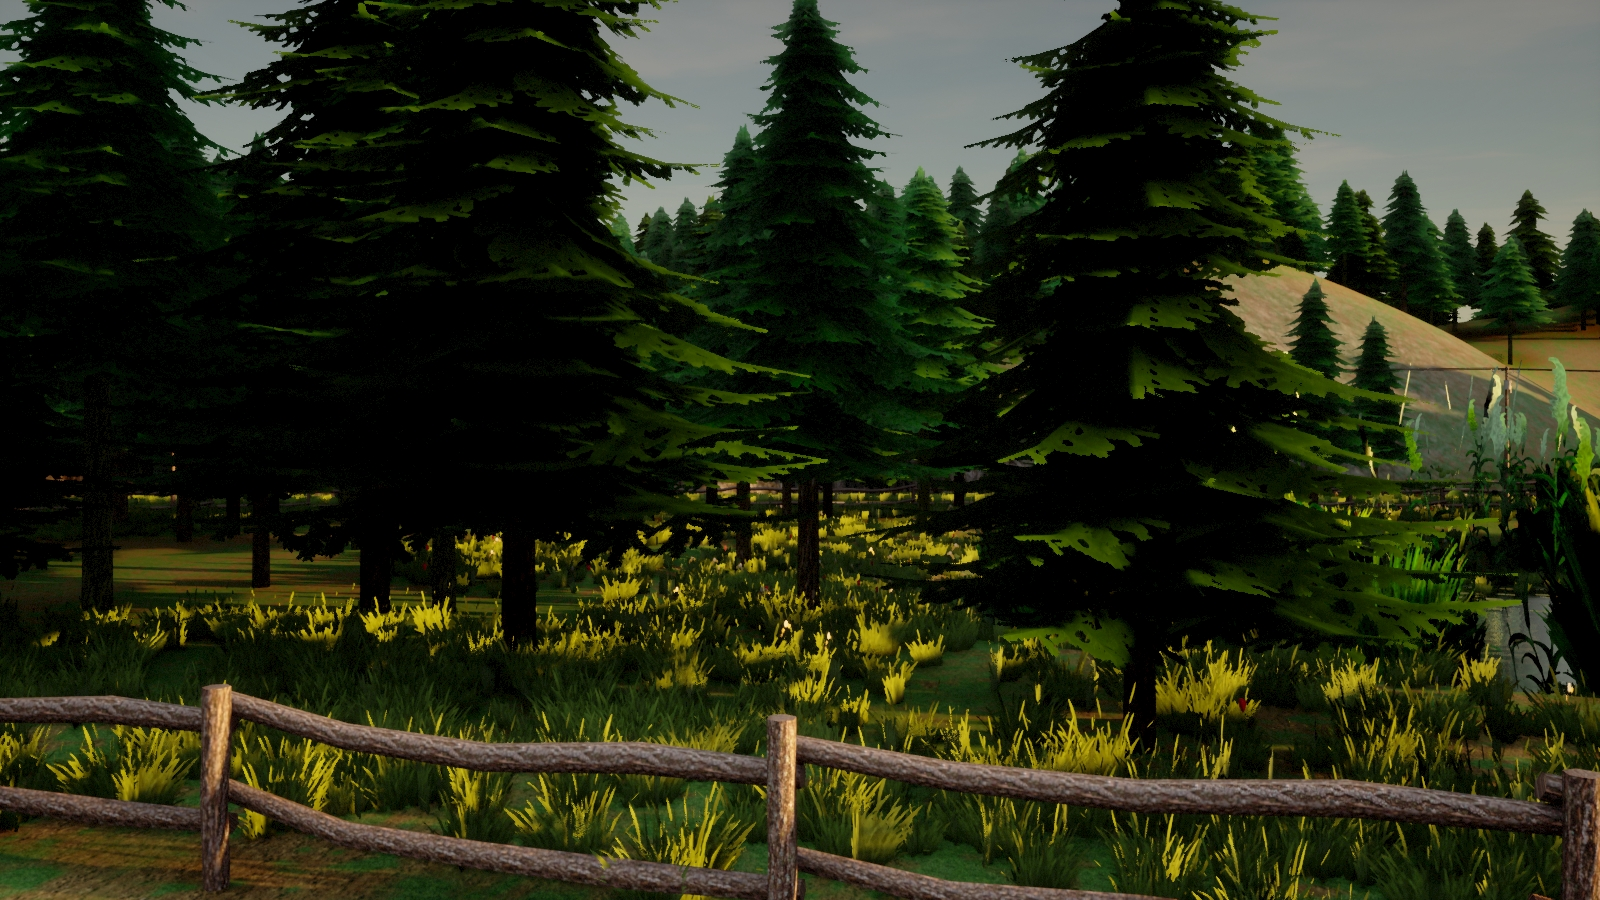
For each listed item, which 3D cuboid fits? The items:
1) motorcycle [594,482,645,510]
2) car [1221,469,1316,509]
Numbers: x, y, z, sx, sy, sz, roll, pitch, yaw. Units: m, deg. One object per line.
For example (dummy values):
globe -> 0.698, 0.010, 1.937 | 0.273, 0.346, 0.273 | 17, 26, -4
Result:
motorcycle -> -8.558, 2.178, 54.109 | 2.209, 1.251, 0.867 | 0, 0, 14
car -> 22.601, 1.857, 55.269 | 3.866, 1.878, 1.905 | 0, 0, 7
